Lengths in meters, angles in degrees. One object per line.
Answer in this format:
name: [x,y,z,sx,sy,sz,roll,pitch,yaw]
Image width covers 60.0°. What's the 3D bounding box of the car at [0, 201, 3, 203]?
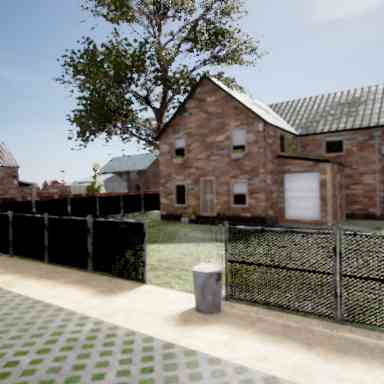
car: [-13.659,1.327,23.305,1.812,1.442,4.674,-2,1,37]
